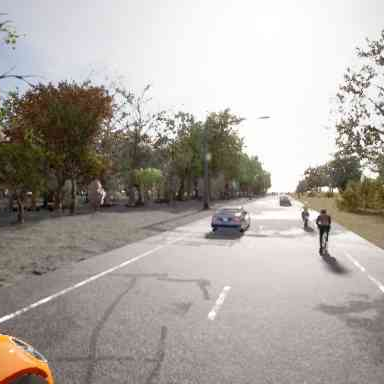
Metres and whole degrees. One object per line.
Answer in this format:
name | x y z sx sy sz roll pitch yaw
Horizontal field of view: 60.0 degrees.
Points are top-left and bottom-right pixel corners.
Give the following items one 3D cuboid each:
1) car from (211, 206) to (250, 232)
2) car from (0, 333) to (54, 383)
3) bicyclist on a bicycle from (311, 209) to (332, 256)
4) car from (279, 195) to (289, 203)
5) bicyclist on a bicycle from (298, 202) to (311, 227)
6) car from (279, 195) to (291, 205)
car | 2.439 1.536 20.181 2.033 1.411 5.357 0 0 15
car | -2.641 1.350 1.226 2.097 1.767 4.553 0 0 15
bicyclist on a bicycle | 4.778 1.446 12.028 0.582 1.620 1.656 0 0 15
car | 19.775 1.465 71.612 1.837 1.490 4.892 0 0 15
bicyclist on a bicycle | 7.324 1.424 21.440 0.866 1.612 1.509 0 0 15
car | 15.945 1.517 56.972 2.033 1.411 5.357 0 0 15
